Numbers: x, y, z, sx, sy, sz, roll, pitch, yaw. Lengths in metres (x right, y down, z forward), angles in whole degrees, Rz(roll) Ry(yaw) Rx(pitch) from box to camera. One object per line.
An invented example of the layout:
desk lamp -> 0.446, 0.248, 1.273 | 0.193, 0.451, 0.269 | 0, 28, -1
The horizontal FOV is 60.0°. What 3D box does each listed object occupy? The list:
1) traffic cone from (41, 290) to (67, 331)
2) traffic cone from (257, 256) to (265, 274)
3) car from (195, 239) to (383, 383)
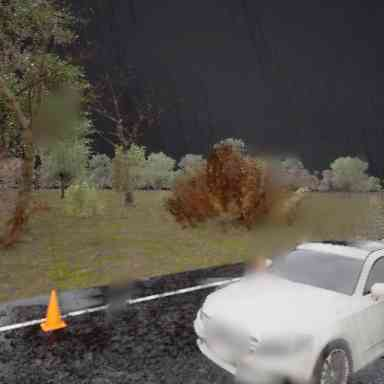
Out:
traffic cone -> -2.324, 1.953, 5.591 | 0.340, 0.580, 0.340 | 0, 0, -35
traffic cone -> 1.776, 1.934, 8.488 | 0.340, 0.580, 0.340 | 0, 0, -35
car -> 2.227, 1.510, 5.061 | 4.674, 1.442, 1.812 | 0, 0, -35
